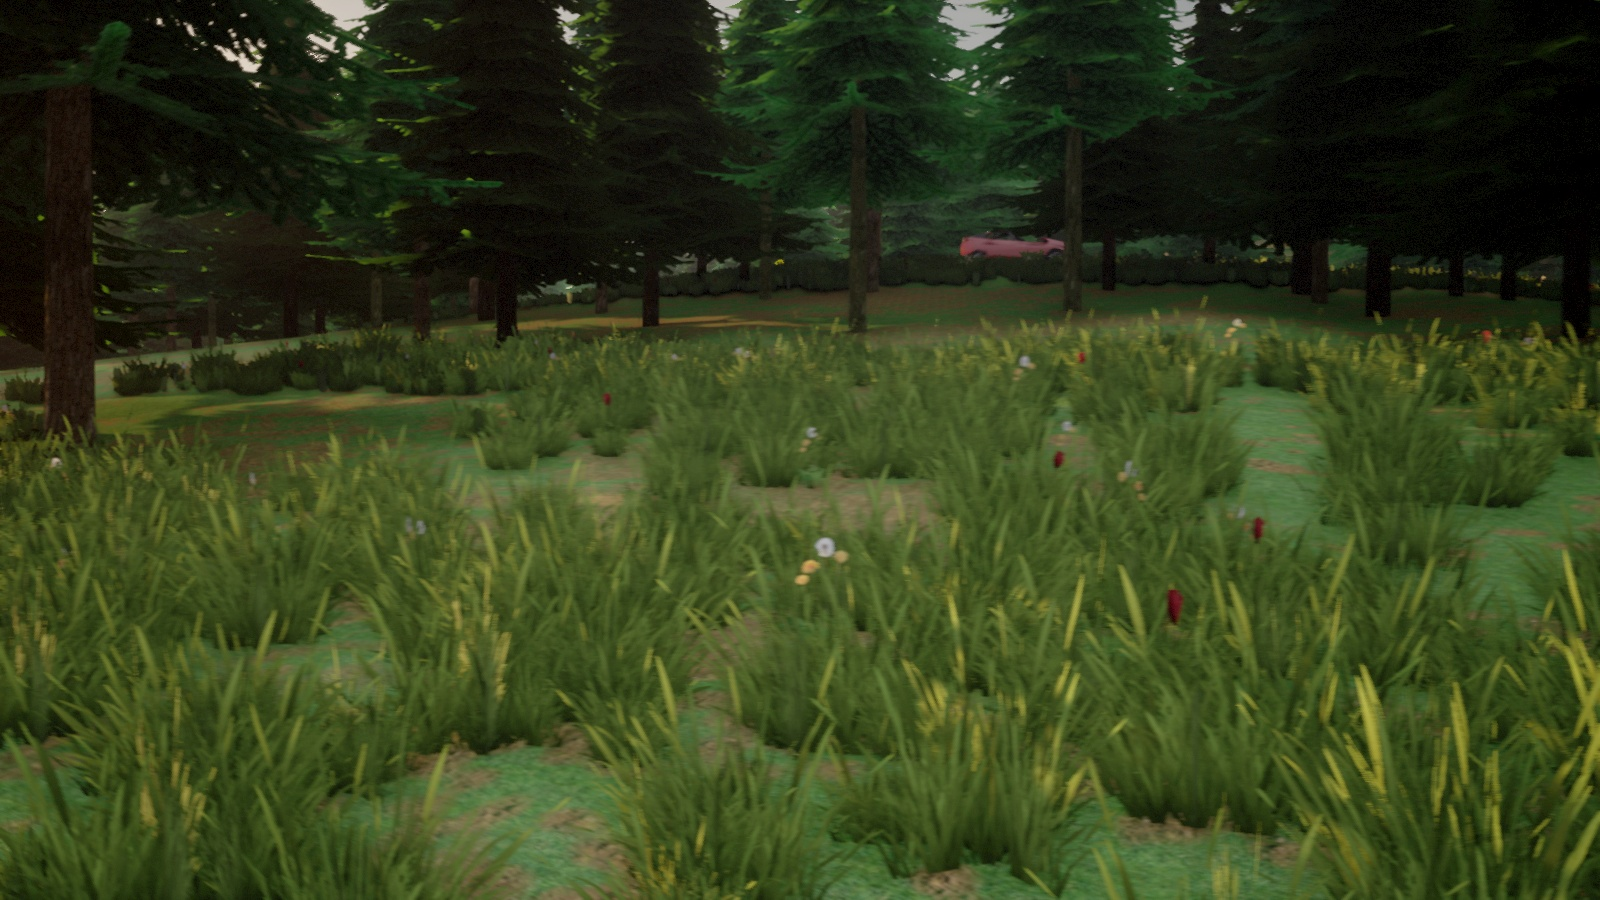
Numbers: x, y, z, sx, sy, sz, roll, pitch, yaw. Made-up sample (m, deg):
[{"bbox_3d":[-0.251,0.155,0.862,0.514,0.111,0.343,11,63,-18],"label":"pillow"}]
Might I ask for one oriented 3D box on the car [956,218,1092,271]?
[{"bbox_3d":[8.176,-7.467,45.851,4.514,1.525,2.007,2,2,23],"label":"car"}]
